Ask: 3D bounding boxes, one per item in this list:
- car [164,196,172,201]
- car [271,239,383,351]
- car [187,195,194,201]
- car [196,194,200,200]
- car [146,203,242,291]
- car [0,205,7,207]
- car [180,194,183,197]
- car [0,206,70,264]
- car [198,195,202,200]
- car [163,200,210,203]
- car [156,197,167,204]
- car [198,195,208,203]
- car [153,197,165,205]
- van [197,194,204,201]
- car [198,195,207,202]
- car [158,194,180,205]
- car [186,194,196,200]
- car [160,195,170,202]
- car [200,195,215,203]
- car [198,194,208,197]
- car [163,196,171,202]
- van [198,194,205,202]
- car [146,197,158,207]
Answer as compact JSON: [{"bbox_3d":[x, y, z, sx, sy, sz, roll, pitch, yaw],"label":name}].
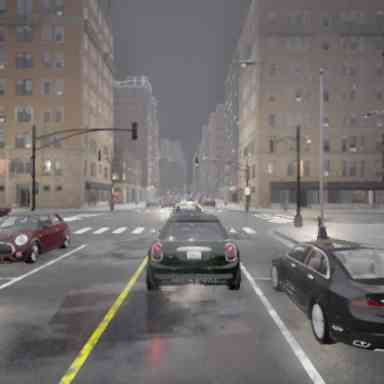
[{"bbox_3d":[-6.298,1.724,88.591,1.947,1.339,4.313,0,0,-1],"label":"car"},{"bbox_3d":[2.678,1.553,6.181,2.008,1.369,4.403,0,0,0],"label":"car"},{"bbox_3d":[-0.434,1.539,87.581,1.994,1.385,4.181,0,0,-1],"label":"car"},{"bbox_3d":[2.424,1.396,66.629,2.192,1.841,5.009,0,0,-1],"label":"car"},{"bbox_3d":[0.031,1.354,9.160,2.097,1.767,4.553,0,0,0],"label":"car"},{"bbox_3d":[-17.657,1.402,27.692,5.008,1.535,1.882,0,0,-2],"label":"car"},{"bbox_3d":[-3.253,1.557,66.102,1.882,1.535,5.008,0,0,0],"label":"car"},{"bbox_3d":[-5.844,1.444,11.674,1.967,1.590,4.097,0,0,0],"label":"car"},{"bbox_3d":[2.521,1.619,55.614,1.947,1.339,4.313,0,0,-1],"label":"car"},{"bbox_3d":[-0.387,1.471,20.282,2.128,1.511,4.902,0,1,-8],"label":"car"},{"bbox_3d":[-6.102,1.662,66.559,1.802,1.307,4.206,0,0,-1],"label":"car"},{"bbox_3d":[2.374,1.537,72.136,1.967,1.590,4.097,0,0,-1],"label":"car"},{"bbox_3d":[-6.053,1.610,61.052,1.887,1.381,4.507,0,0,-1],"label":"car"},{"bbox_3d":[2.228,1.500,88.657,1.690,1.788,3.998,0,0,-1],"label":"van"},{"bbox_3d":[2.326,1.556,77.642,1.967,1.590,4.097,0,0,-1],"label":"car"},{"bbox_3d":[-3.144,1.388,45.794,2.097,1.767,4.553,0,0,-1],"label":"car"},{"bbox_3d":[-0.345,1.703,77.605,1.895,1.301,4.718,0,0,-1],"label":"car"},{"bbox_3d":[-6.199,1.555,77.576,1.967,1.590,4.097,0,0,-1],"label":"car"},{"bbox_3d":[2.570,1.587,50.108,1.887,1.381,4.507,0,0,-1],"label":"car"},{"bbox_3d":[2.471,1.592,61.292,1.752,1.417,4.829,0,0,-1],"label":"car"},{"bbox_3d":[-6.249,1.717,83.083,1.802,1.307,4.206,0,0,-1],"label":"car"},{"bbox_3d":[2.278,1.477,83.150,1.690,1.788,3.998,0,0,-1],"label":"van"},{"bbox_3d":[-5.955,1.593,50.036,2.008,1.369,4.403,0,0,-1],"label":"car"}]
